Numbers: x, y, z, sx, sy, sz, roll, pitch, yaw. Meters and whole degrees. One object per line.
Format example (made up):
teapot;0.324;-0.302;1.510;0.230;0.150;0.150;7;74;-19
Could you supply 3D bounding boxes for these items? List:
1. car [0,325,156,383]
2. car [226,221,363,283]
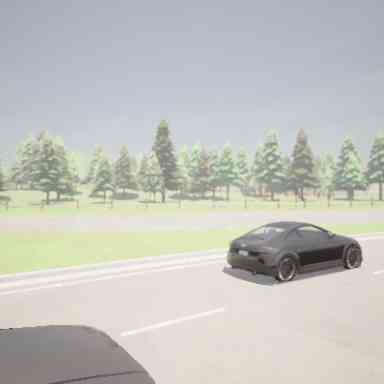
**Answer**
car;-2.725;1.548;1.669;5.357;1.411;2.033;0;0;-36
car;3.039;1.557;9.708;4.181;1.385;1.994;0;0;-32
